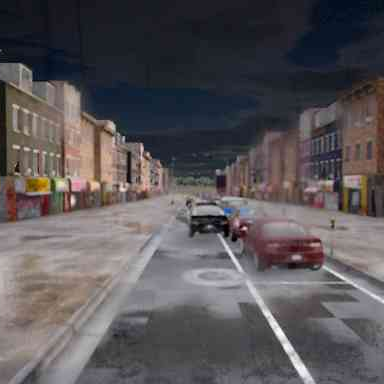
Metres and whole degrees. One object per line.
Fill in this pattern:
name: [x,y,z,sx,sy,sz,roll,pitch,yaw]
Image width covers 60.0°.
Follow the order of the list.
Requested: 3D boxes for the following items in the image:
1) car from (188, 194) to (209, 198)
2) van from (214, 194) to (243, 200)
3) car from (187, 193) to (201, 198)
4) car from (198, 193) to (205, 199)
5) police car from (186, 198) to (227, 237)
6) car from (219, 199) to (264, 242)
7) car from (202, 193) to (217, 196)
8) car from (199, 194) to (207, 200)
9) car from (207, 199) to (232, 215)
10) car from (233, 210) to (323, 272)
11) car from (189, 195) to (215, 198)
car: [0.718,1.304,33.595,1.801,1.575,5.366,0,0,0]
van: [2.620,1.243,21.637,1.690,1.788,3.998,-1,0,0]
car: [0.008,1.288,52.744,1.812,1.442,4.674,0,0,0]
car: [2.634,1.107,93.729,1.752,1.417,4.829,-1,0,0]
police car: [0.746,1.346,17.501,1.930,1.638,5.238,0,0,-1]
car: [2.622,1.367,16.105,1.967,1.590,4.097,-1,0,0]
car: [2.622,1.142,38.234,2.192,1.841,5.009,-1,0,0]
car: [2.634,1.212,82.495,1.802,1.307,4.206,-1,0,0]
car: [2.626,1.403,32.703,2.008,1.369,4.403,-1,0,0]
car: [2.623,1.497,10.573,1.887,1.381,4.507,-1,0,0]
car: [0.829,1.330,27.597,1.801,1.575,5.366,0,0,0]
